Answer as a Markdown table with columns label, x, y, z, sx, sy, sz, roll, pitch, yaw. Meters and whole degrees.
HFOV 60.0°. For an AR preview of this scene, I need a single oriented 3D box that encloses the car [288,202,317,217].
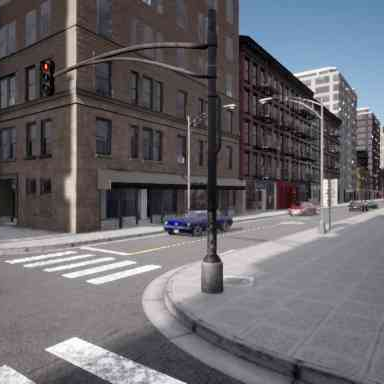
| label | x | y | z | sx | sy | sz | roll | pitch | yaw |
| --- | --- | --- | --- | --- | --- | --- | --- | --- | --- |
| car | 11.383 | 1.738 | 34.072 | 1.812 | 1.442 | 4.674 | 0 | -1 | 36 |

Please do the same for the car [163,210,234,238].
| label | x | y | z | sx | sy | sz | roll | pitch | yaw |
| --- | --- | --- | --- | --- | --- | --- | --- | --- | --- |
| car | 0.463 | 1.705 | 18.730 | 1.895 | 1.301 | 4.718 | 0 | 0 | 35 |

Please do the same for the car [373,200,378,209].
| label | x | y | z | sx | sy | sz | roll | pitch | yaw |
| --- | --- | --- | --- | --- | --- | --- | --- | --- | --- |
| car | 27.789 | 1.904 | 52.034 | 1.994 | 1.385 | 4.181 | 0 | 0 | 35 |

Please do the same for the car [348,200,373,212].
| label | x | y | z | sx | sy | sz | roll | pitch | yaw |
| --- | --- | --- | --- | --- | --- | --- | --- | --- | --- |
| car | 22.035 | 1.781 | 43.957 | 2.128 | 1.511 | 4.902 | 0 | 0 | 36 |
